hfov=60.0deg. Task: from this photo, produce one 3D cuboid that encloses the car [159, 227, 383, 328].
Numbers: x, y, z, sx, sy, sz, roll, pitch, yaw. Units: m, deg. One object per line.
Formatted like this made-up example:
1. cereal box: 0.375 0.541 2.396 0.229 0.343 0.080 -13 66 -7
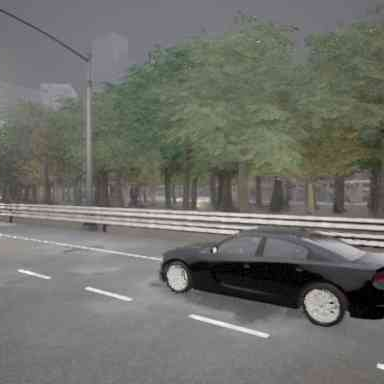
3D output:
1. car: 1.519 1.495 7.087 5.008 1.535 1.882 0 0 36
